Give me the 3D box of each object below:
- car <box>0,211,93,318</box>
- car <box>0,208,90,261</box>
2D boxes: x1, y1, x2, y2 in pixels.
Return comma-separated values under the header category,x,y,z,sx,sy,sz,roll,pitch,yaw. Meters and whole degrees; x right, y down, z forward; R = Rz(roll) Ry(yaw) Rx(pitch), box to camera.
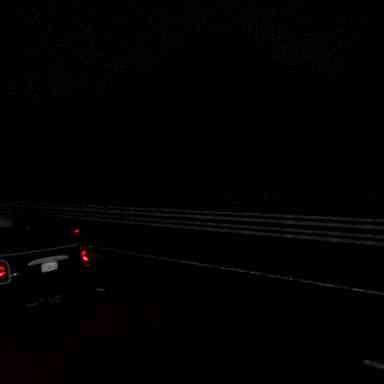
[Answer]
category,x,y,z,sx,sy,sz,roll,pitch,yaw
car,-4.193,1.298,6.985,4.553,1.767,2.097,1,0,35
car,-6.517,1.455,12.939,5.357,1.411,2.033,0,0,35
